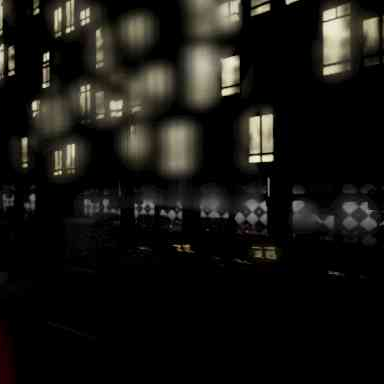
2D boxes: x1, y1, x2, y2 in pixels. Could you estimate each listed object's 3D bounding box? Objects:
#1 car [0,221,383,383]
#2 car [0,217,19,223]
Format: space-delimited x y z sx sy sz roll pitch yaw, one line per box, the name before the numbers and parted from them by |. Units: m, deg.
car | -0.271 1.333 3.066 5.009 1.841 2.192 -1 0 36
car | -4.765 1.385 6.279 5.009 1.841 2.192 -1 0 36
